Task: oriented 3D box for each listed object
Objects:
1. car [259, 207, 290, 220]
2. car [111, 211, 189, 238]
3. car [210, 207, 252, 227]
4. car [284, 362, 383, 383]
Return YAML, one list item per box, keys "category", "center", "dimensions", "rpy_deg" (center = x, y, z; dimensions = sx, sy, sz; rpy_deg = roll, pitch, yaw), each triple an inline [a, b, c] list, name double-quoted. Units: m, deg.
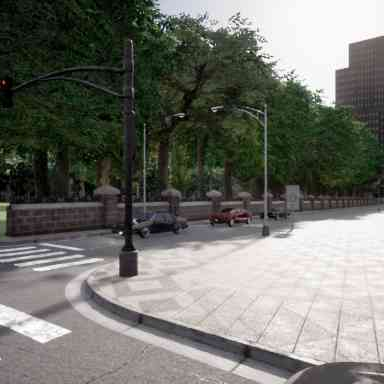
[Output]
- category: "car"
  center: [9.077, 2.351, 36.330]
  dimensions: [1.895, 1.301, 4.718]
  rpy_deg: [0, -1, 35]
- category: "car"
  center: [-2.323, 1.888, 20.211]
  dimensions: [2.033, 1.411, 5.357]
  rpy_deg: [0, -1, 35]
- category: "car"
  center: [3.375, 2.020, 28.270]
  dimensions: [1.882, 1.535, 5.008]
  rpy_deg: [0, -1, 35]
- category: "car"
  center: [2.351, 1.551, 1.286]
  dimensions: [4.403, 1.369, 2.008]
  rpy_deg: [0, 0, 36]
